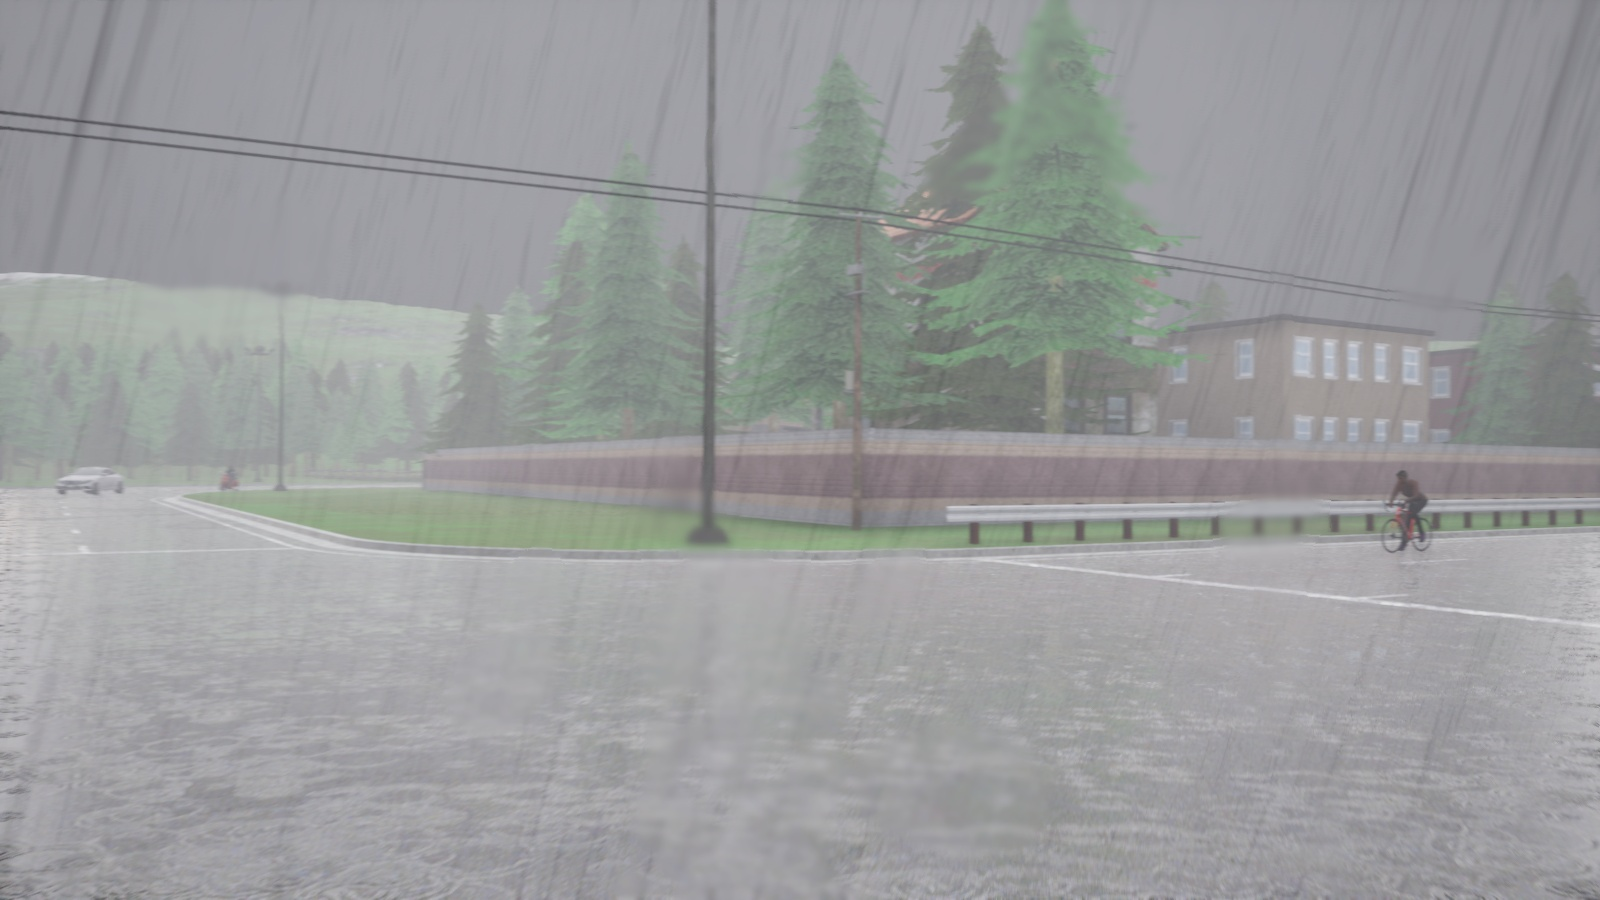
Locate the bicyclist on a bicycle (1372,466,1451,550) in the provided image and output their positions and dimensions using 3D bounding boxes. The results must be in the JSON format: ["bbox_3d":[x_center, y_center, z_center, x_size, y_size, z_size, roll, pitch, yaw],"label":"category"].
[{"bbox_3d":[12.169,1.138,24.967,1.656,1.620,0.582,0,-1,-31],"label":"bicyclist on a bicycle"}]

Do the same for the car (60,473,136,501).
[{"bbox_3d":[-37.289,1.946,66.839,1.812,1.442,4.674,0,-1,-5],"label":"car"}]

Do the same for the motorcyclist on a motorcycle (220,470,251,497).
[{"bbox_3d":[-33.730,1.997,75.047,0.866,1.590,1.817,1,-1,8],"label":"motorcyclist on a motorcycle"}]
